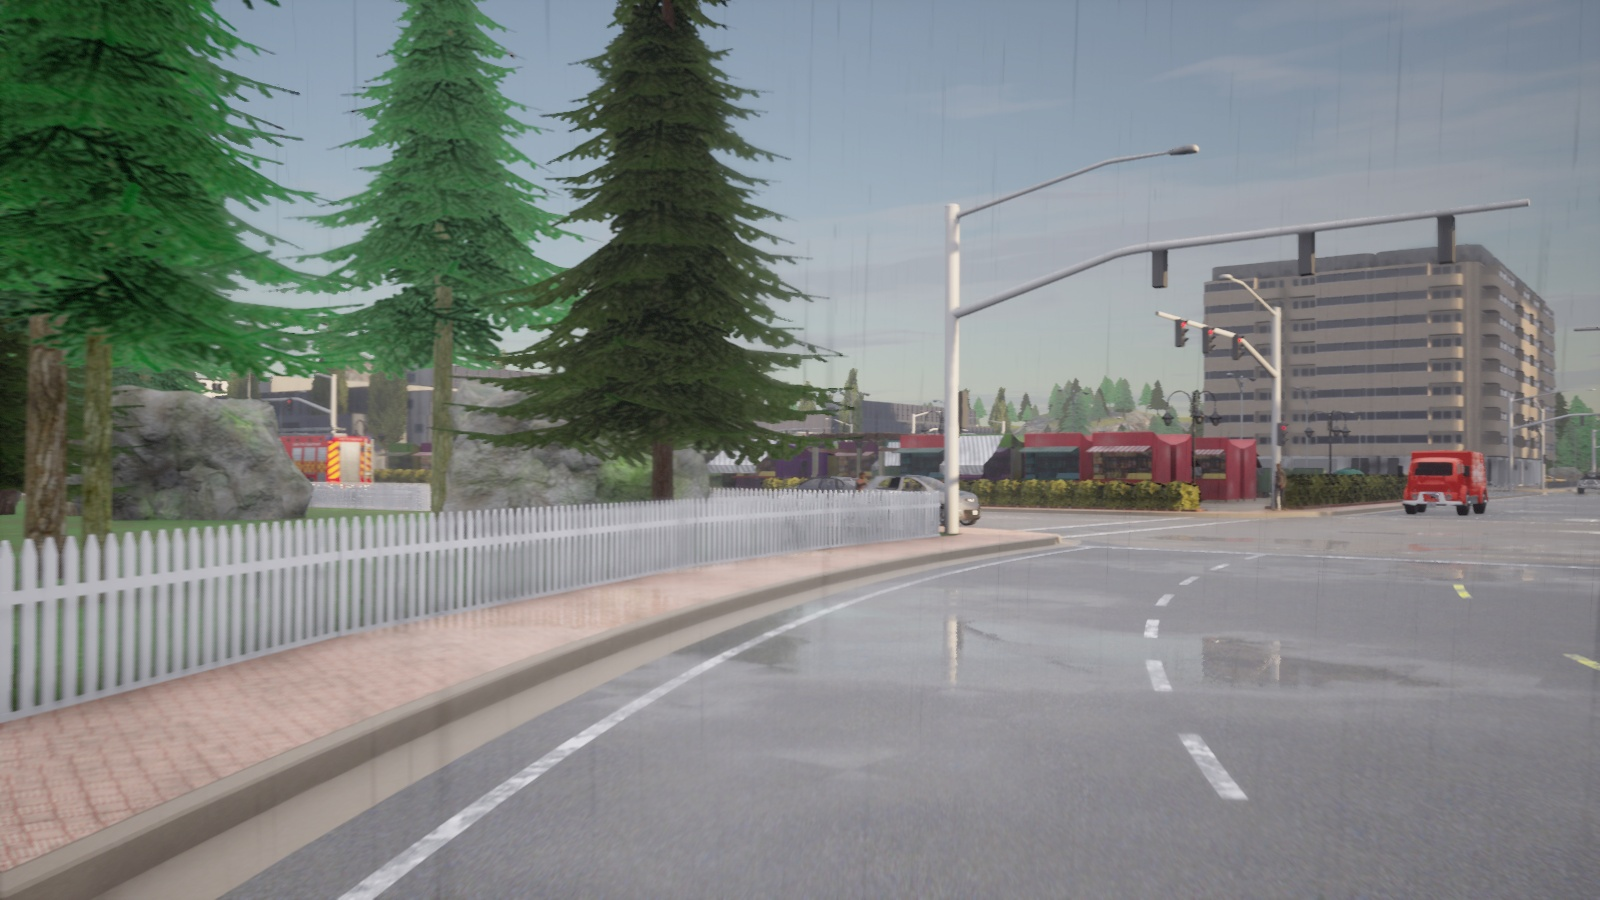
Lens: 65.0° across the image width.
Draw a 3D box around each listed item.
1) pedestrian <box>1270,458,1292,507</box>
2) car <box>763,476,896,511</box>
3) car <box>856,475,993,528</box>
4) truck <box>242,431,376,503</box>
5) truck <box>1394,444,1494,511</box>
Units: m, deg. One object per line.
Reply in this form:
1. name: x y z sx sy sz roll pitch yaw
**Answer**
1. pedestrian: 17.836 1.191 46.541 0.869 1.805 0.328 1 -1 -38
2. car: 1.190 1.794 52.547 5.357 1.411 2.033 -1 -1 37
3. car: 3.707 1.501 37.499 3.633 1.501 1.845 -1 -1 37
4. truck: -27.317 0.961 69.678 8.468 3.827 2.891 -1 -1 37
5. truck: 25.329 1.071 49.283 2.627 2.467 5.204 -1 -1 37
